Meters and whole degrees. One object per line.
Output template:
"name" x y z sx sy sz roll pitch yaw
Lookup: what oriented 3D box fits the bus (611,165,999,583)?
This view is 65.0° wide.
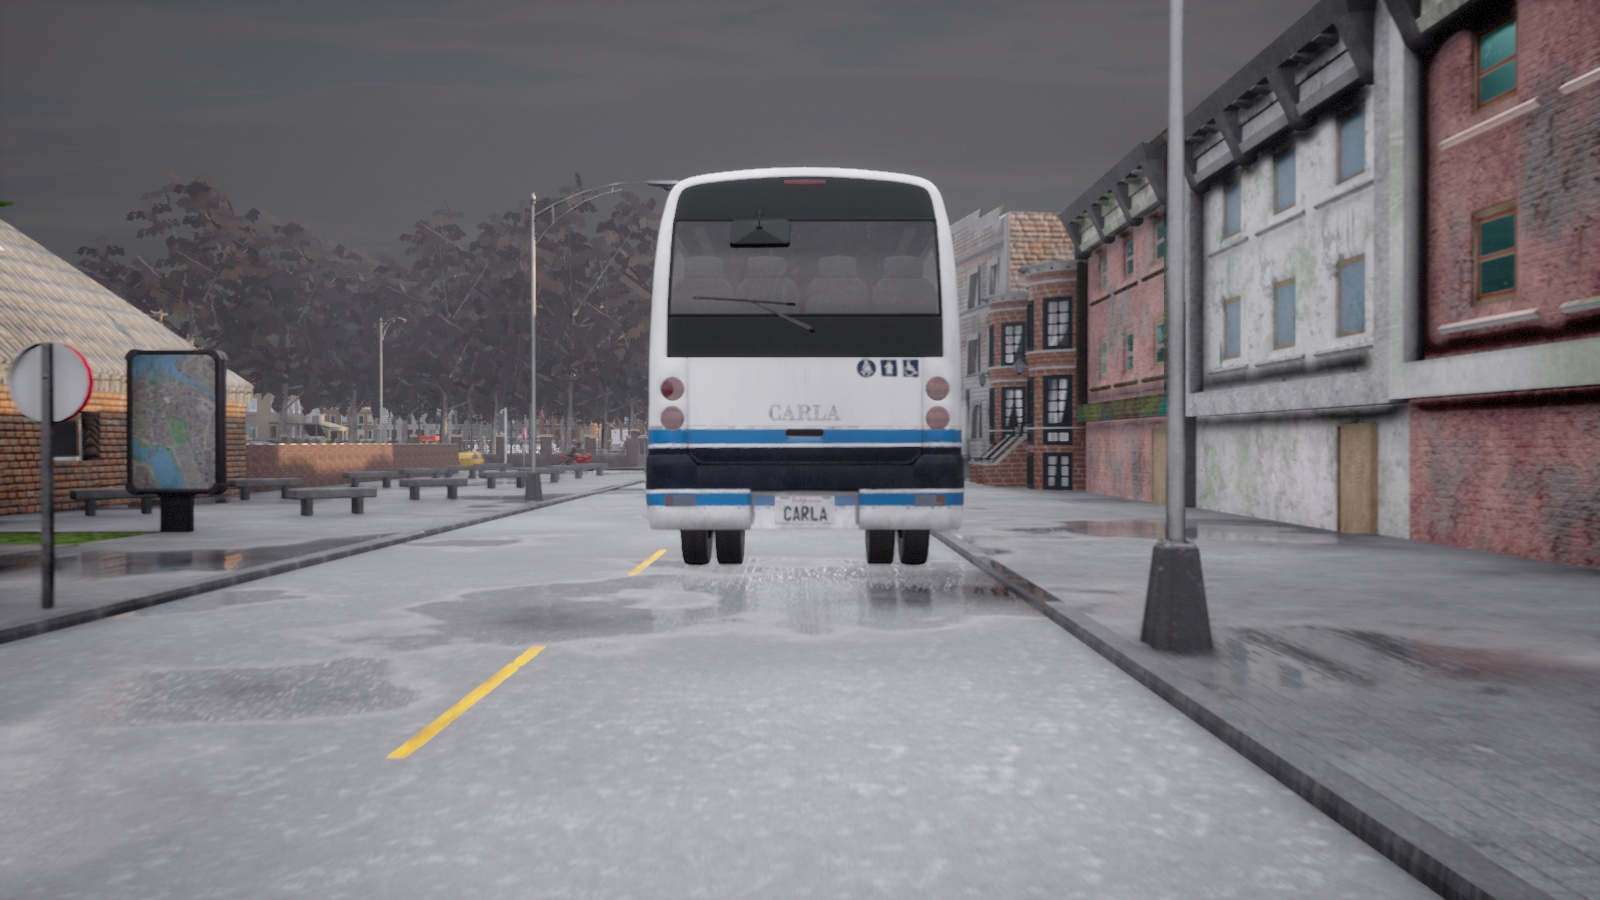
"bus" 0.077 -0.731 17.908 3.944 4.253 10.273 0 -1 0

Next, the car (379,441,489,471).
"car" -19.479 0.293 66.986 5.366 1.575 1.801 0 0 -2

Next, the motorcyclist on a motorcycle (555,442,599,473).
"motorcyclist on a motorcycle" -11.145 0.365 62.868 2.044 1.523 0.797 0 0 0
